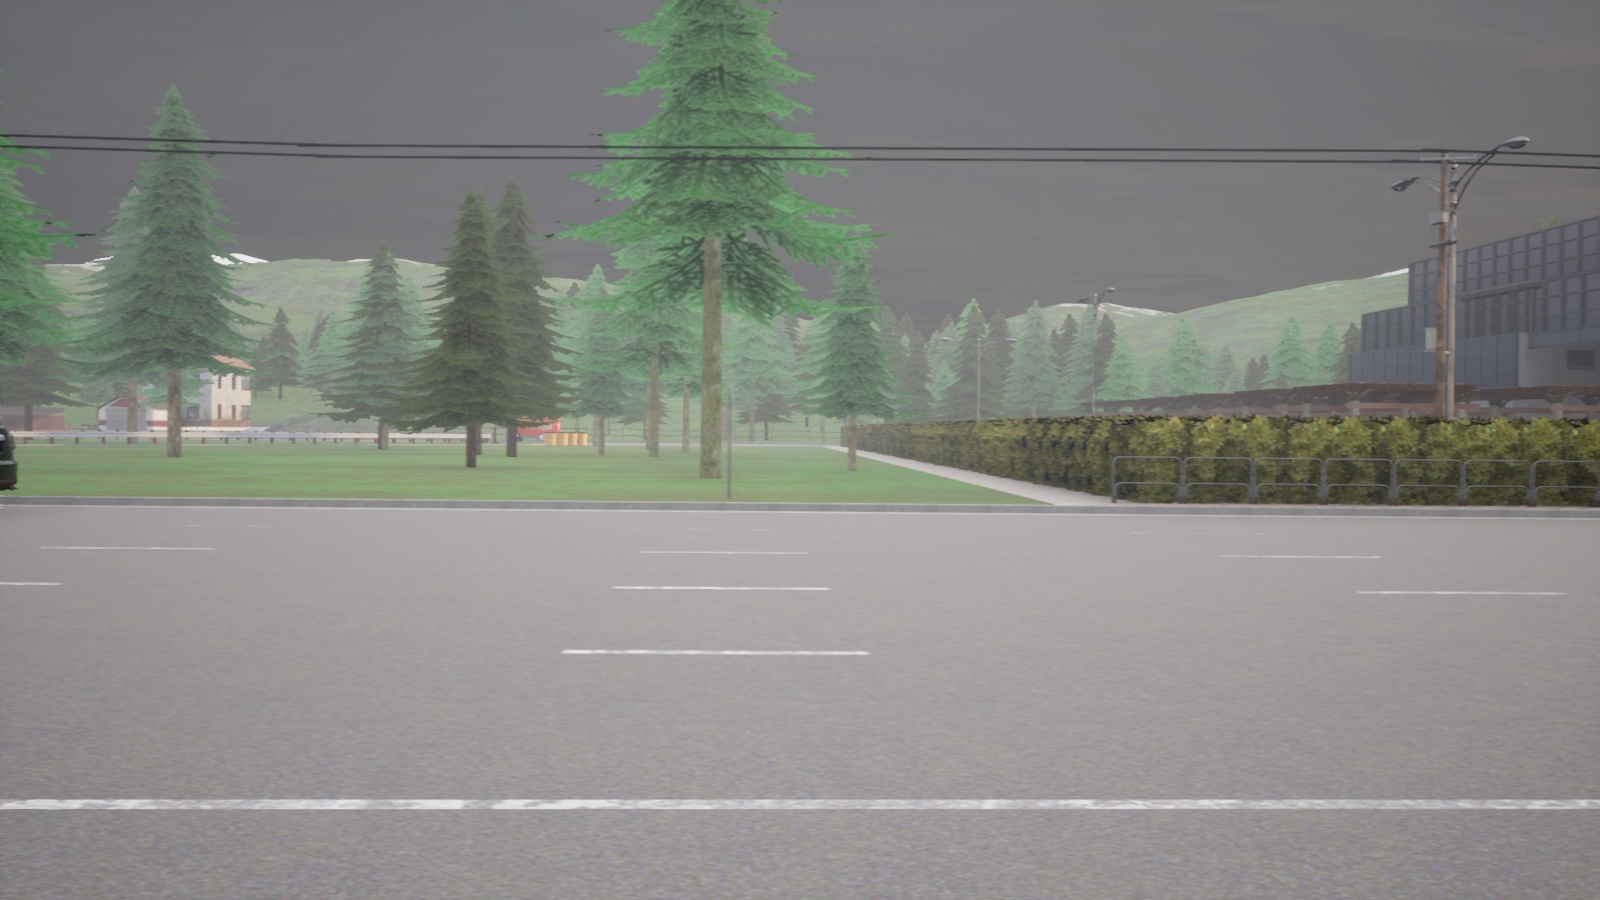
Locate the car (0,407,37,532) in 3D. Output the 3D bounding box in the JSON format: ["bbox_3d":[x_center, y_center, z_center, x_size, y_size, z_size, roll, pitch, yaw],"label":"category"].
[{"bbox_3d":[-15.847,0.349,20.364,5.566,2.045,2.150,-1,1,-2],"label":"car"}]
